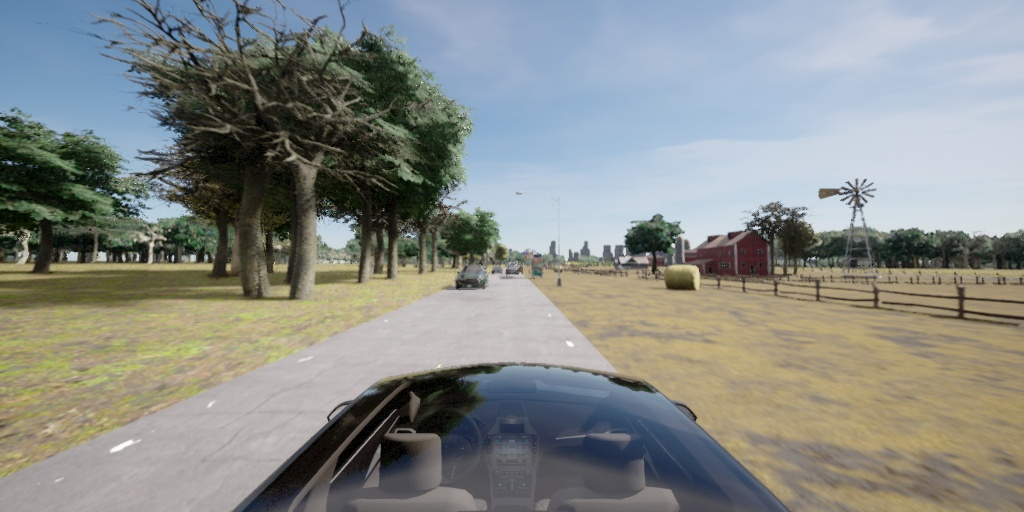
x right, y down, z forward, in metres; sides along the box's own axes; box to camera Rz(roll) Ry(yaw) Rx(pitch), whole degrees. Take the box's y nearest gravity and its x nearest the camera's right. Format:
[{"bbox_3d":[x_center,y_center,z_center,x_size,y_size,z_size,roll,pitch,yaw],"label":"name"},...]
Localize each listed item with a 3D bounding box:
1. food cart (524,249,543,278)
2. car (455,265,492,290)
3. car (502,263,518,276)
[{"bbox_3d":[3.137,1.006,45.475,2.280,3.560,4.660,0,0,0],"label":"food cart"},{"bbox_3d":[-2.842,1.462,26.149,2.097,1.767,4.553,0,-1,0],"label":"car"},{"bbox_3d":[0.021,2.298,55.333,2.128,1.511,4.902,0,-2,0],"label":"car"}]
